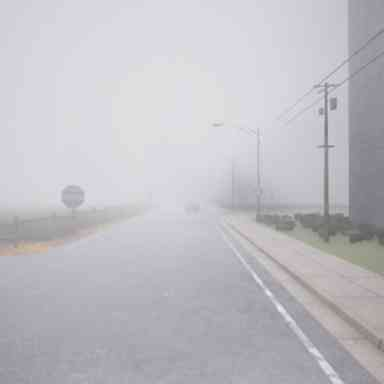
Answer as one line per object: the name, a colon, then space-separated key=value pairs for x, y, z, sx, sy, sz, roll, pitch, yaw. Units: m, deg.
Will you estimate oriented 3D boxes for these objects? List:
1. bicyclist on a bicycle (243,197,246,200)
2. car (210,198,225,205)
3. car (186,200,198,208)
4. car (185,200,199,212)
bicyclist on a bicycle: x=12.469 y=2.120 z=80.038 sx=1.656 sy=1.620 sz=0.582 roll=-1 pitch=-1 yaw=33
car: x=6.045 y=2.135 z=76.867 sx=1.882 sy=1.535 sz=5.008 roll=0 pitch=0 yaw=34
car: x=0.008 y=2.101 z=59.679 sx=2.033 sy=1.411 sz=5.357 roll=0 pitch=0 yaw=0
car: x=0.027 y=2.016 z=44.790 sx=1.895 sy=1.301 sz=4.718 roll=0 pitch=0 yaw=0
